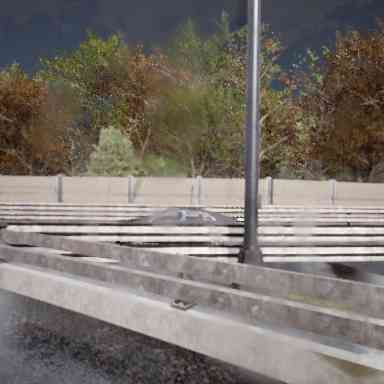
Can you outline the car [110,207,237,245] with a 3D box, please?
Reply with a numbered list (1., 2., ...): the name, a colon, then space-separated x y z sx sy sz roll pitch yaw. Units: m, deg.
1. car: -0.614 1.350 12.786 4.902 1.511 2.128 1 1 -3
